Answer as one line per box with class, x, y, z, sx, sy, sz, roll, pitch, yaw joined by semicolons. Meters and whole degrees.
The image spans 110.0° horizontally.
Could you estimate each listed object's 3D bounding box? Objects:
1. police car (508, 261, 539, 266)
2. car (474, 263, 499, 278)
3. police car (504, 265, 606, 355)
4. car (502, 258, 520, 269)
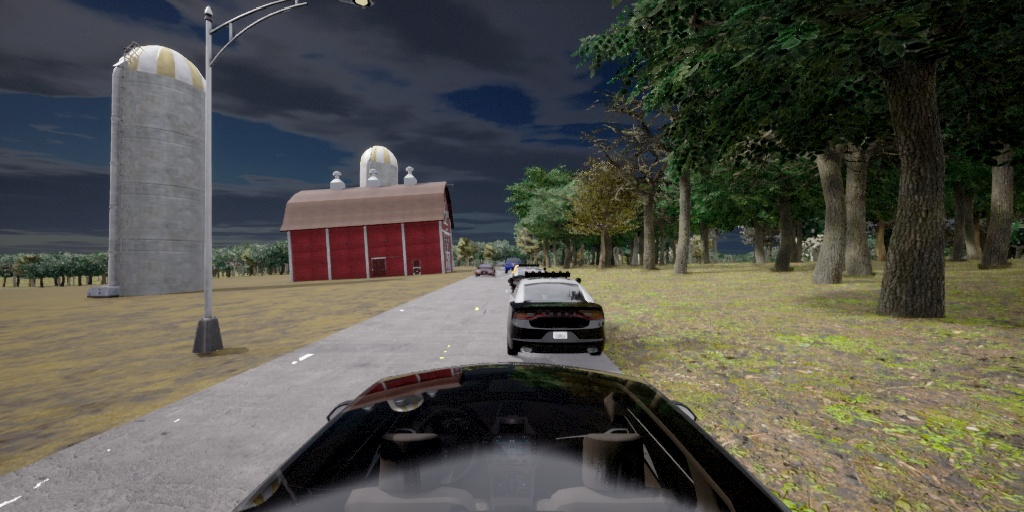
police car;0.885;1.230;18.840;1.930;1.638;5.238;0;0;0
car;-2.724;1.516;37.346;1.994;1.385;4.181;0;0;0
police car;0.850;1.187;8.837;1.930;1.638;5.238;0;0;0
car;0.200;1.261;47.317;2.150;2.045;5.566;0;0;0
